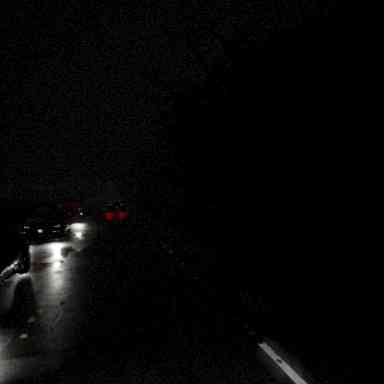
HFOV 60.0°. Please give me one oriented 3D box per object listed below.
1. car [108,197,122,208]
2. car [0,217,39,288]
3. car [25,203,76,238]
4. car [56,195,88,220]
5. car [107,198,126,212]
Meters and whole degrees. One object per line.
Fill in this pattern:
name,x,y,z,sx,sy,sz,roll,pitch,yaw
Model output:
car,-11.244,1.512,48.423,1.895,1.301,4.718,-1,1,-14
car,-5.227,1.581,7.948,1.812,1.442,4.674,-1,0,-14
car,-7.584,1.563,17.756,1.837,1.490,4.892,-1,0,-13
car,-10.080,1.265,28.180,2.150,2.045,5.566,-1,0,-13
car,-8.734,1.484,38.372,1.812,1.442,4.674,-1,0,-14
